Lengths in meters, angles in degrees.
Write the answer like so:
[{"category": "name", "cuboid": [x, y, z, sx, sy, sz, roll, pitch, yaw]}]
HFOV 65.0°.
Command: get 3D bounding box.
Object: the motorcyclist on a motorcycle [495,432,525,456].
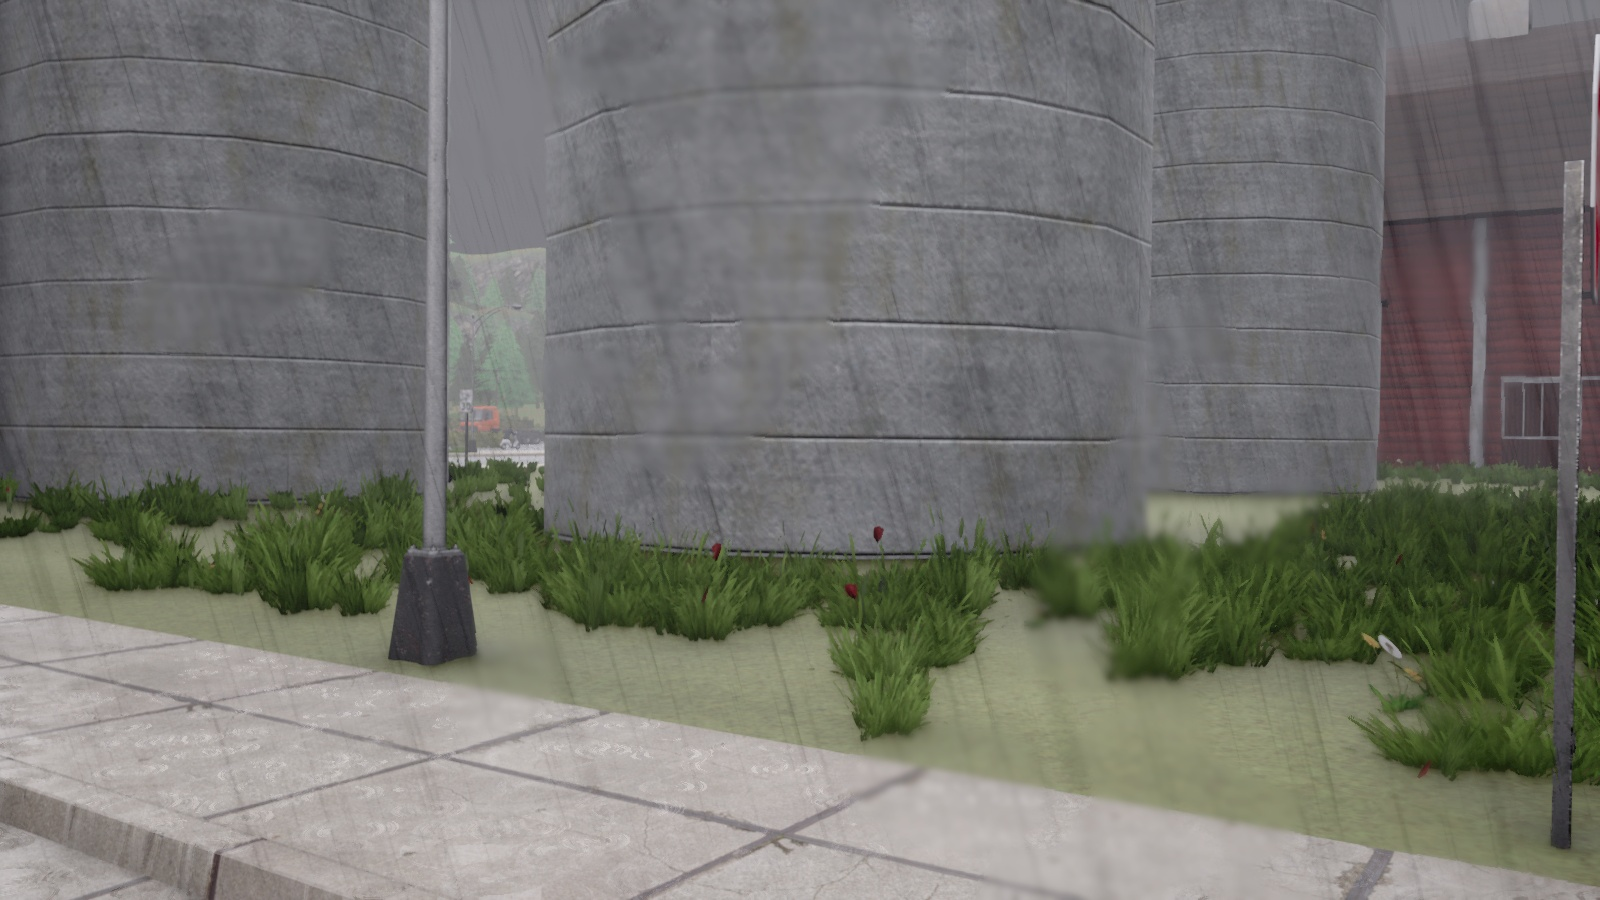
[{"category": "motorcyclist on a motorcycle", "cuboid": [-19.562, -0.420, 84.733, 0.866, 1.590, 1.817, 0, 2, 33]}]
